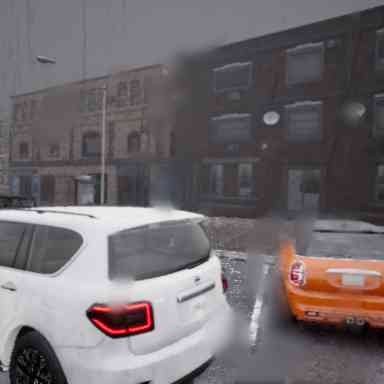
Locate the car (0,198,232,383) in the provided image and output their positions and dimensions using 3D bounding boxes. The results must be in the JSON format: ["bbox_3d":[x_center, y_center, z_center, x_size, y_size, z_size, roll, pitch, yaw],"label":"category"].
[{"bbox_3d":[-2.133,1.217,4.847,5.566,2.045,2.150,0,0,35],"label":"car"}]

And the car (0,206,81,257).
[{"bbox_3d":[-6.993,1.467,13.871,2.097,1.535,5.008,1,-1,14],"label":"car"}]

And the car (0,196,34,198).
[{"bbox_3d":[-9.508,1.212,15.520,2.435,2.045,5.566,1,-1,13],"label":"car"}]

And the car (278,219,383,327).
[{"bbox_3d":[2.934,1.353,6.978,2.185,1.767,4.553,0,-1,15],"label":"car"}]

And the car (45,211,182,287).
[{"bbox_3d":[-2.011,1.472,10.459,2.097,1.535,5.008,0,-1,14],"label":"car"}]
